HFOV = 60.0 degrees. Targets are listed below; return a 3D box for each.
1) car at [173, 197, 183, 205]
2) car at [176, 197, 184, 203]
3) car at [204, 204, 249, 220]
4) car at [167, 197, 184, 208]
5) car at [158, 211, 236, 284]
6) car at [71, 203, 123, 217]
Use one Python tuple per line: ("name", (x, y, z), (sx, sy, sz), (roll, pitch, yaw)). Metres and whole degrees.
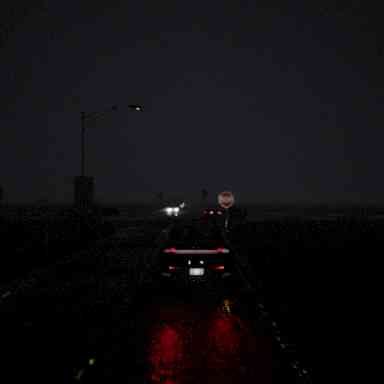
("car", (-2.803, 1.812, 67.904), (1.882, 1.535, 5.008), (0, -1, 0))
("car", (-2.825, 1.924, 79.534), (1.812, 1.442, 4.674), (0, 0, 0))
("car", (2.958, 1.688, 28.061), (2.033, 1.411, 5.357), (1, 0, 34))
("car", (-2.871, 1.747, 53.304), (2.128, 1.511, 4.902), (0, 0, 1))
("car", (0.103, 1.535, 9.698), (2.128, 1.511, 4.902), (0, 0, 0))
("car", (-9.179, 1.735, 32.483), (4.718, 1.301, 1.895), (0, 0, 0))
